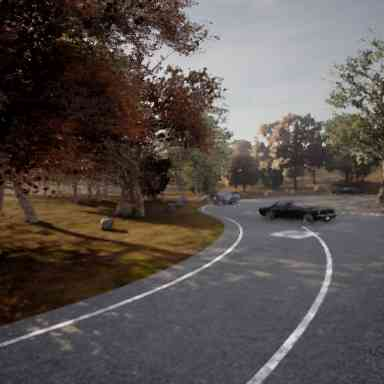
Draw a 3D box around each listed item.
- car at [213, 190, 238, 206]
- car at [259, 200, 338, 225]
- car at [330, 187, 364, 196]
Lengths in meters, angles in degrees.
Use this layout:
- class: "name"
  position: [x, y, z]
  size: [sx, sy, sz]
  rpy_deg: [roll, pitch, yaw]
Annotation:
- class: "car"
  position: [3.937, 0.625, 39.178]
  size: [2.097, 1.767, 4.553]
  rpy_deg: [-1, 1, 20]
- class: "car"
  position: [6.414, 1.170, 20.505]
  size: [1.895, 1.301, 4.718]
  rpy_deg: [-3, 1, -33]
- class: "car"
  position: [24.994, -0.116, 53.811]
  size: [4.718, 1.301, 1.895]
  rpy_deg: [-1, 1, 4]
